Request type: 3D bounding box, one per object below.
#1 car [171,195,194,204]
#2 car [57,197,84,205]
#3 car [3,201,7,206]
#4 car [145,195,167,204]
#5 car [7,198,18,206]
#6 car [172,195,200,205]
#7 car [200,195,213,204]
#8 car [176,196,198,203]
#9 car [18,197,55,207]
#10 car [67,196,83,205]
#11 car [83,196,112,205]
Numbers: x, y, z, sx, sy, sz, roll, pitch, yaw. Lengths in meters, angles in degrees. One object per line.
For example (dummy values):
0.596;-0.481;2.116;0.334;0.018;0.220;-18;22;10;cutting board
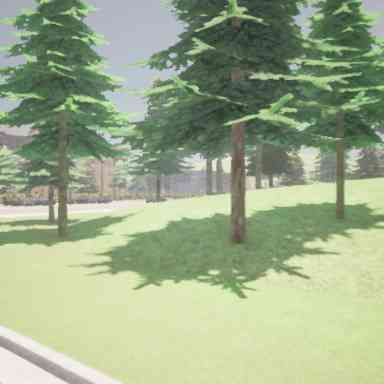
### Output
-1.862;1.429;64.003;2.097;1.767;4.553;0;0;36;car
-23.761;1.708;65.067;1.895;1.301;4.718;0;0;35;car
-29.550;1.712;56.889;1.895;1.301;4.718;0;0;35;car
-6.709;1.435;63.263;2.097;1.767;4.553;0;0;35;car
-26.997;1.705;54.488;1.895;1.301;4.718;0;0;35;car
-1.209;1.575;58.859;1.837;1.490;4.892;0;0;35;car
1.859;1.400;69.391;2.097;1.767;4.553;0;0;35;car
-1.004;1.561;71.404;2.128;1.511;4.902;0;0;35;car
-24.101;1.589;52.544;2.128;1.511;4.902;0;0;35;car
-21.204;1.582;62.632;1.882;1.535;5.008;0;0;35;car
-17.299;1.603;62.157;1.837;1.490;4.892;0;0;36;car
